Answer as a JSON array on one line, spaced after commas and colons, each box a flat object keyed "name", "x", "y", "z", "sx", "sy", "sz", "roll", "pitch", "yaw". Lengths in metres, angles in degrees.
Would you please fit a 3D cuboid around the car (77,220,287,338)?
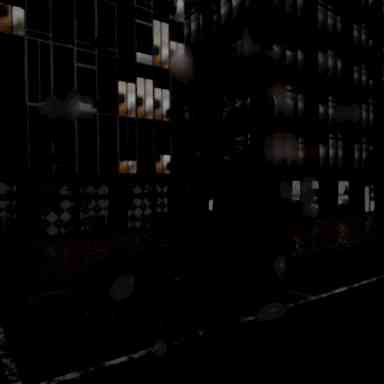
[{"name": "car", "x": -0.082, "y": 1.413, "z": 6.503, "sx": 4.097, "sy": 1.590, "sz": 1.967, "roll": -1, "pitch": 0, "yaw": -35}]
